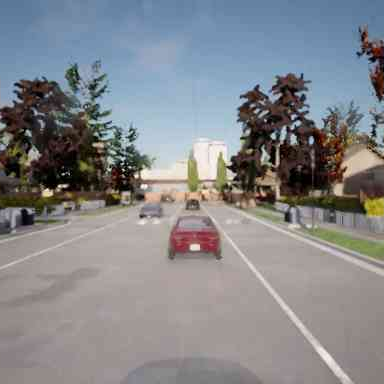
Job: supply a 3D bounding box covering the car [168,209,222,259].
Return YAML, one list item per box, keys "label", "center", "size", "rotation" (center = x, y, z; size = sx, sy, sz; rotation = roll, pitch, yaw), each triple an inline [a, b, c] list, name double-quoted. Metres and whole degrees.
- label: "car"
  center: [0.098, 1.593, 12.827]
  size: [1.812, 1.442, 4.674]
  rotation: [0, 0, 0]

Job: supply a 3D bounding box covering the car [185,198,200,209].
- label: "car"
  center: [0.091, 1.667, 46.761]
  size: [1.837, 1.490, 4.892]
  rotation: [0, 0, 0]

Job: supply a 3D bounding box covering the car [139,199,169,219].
- label: "car"
  center: [-3.604, 1.666, 30.445]
  size: [2.033, 1.411, 5.357]
  rotation: [0, 0, 0]

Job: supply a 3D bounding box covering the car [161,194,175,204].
- label: "car"
  center: [-5.281, 1.453, 71.145]
  size: [2.150, 2.045, 5.566]
  rotation: [0, 0, -16]
